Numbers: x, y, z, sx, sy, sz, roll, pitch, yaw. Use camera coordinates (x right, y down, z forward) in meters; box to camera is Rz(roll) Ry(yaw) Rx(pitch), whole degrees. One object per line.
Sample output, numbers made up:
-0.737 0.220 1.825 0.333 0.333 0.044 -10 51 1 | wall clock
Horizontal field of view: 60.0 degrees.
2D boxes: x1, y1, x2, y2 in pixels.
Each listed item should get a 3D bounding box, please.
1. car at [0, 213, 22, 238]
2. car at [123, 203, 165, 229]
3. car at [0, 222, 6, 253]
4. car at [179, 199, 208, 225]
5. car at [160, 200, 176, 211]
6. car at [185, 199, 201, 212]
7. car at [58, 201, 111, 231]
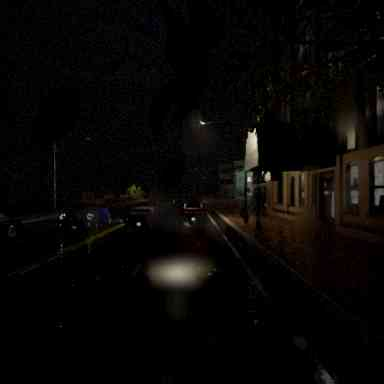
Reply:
-9.828 1.625 15.169 1.895 1.301 4.718 0 0 0 | car
-3.159 1.633 22.009 1.895 1.301 4.718 0 0 0 | car
-6.570 1.614 7.569 1.895 1.301 4.718 0 0 0 | car
0.104 1.540 24.310 1.837 1.490 4.892 0 0 0 | car
-3.122 1.622 41.171 1.994 1.385 4.181 0 0 0 | car
0.127 1.582 40.569 1.812 1.442 4.674 0 0 0 | car
-6.551 1.383 20.756 2.097 1.767 4.553 0 0 0 | car
